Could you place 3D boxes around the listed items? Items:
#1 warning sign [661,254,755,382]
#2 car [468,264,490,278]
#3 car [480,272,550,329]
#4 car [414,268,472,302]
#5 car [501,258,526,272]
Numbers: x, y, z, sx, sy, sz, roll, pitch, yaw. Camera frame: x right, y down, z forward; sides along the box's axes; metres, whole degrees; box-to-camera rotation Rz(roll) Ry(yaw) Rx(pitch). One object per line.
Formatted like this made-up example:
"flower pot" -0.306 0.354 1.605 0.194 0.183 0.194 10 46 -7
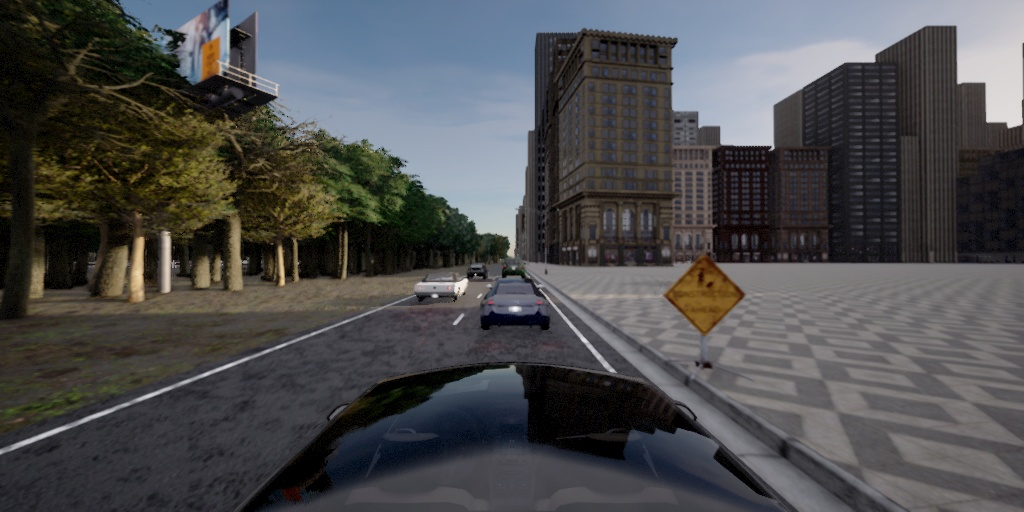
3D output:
"warning sign" 3.055 0.896 5.714 1.300 1.860 1.060 0 0 0
"car" -3.347 1.507 35.516 1.837 1.490 4.892 0 0 0
"car" 0.097 1.389 11.533 1.994 1.385 4.181 0 0 0
"car" -3.378 1.473 17.997 1.895 1.301 4.718 0 0 0
"car" 0.151 1.216 34.547 2.150 2.045 5.566 0 0 0
